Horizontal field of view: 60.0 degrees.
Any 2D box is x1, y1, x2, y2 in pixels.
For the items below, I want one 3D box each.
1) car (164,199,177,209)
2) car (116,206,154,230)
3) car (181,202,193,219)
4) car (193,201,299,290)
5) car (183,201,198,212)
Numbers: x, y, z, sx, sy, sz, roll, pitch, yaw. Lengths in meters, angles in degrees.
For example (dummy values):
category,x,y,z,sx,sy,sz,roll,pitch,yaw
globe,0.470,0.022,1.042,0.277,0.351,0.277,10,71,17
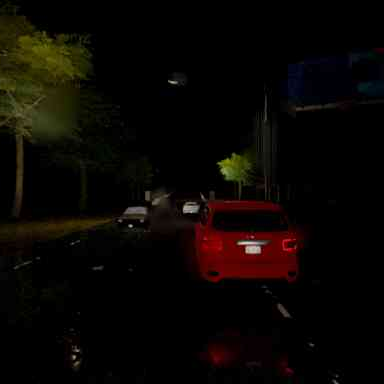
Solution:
category,x,y,z,sx,sy,sz,roll,pitch,yaw
car,-3.691,1.973,58.089,2.097,1.767,4.553,0,-1,0
car,-3.674,1.670,22.519,2.033,1.411,5.357,0,-1,0
car,-0.048,1.834,36.210,1.812,1.442,4.674,0,-1,0
car,1.195,1.243,9.235,2.150,2.045,5.566,0,0,0
car,-0.134,2.012,45.871,1.994,1.385,4.181,0,-1,1
